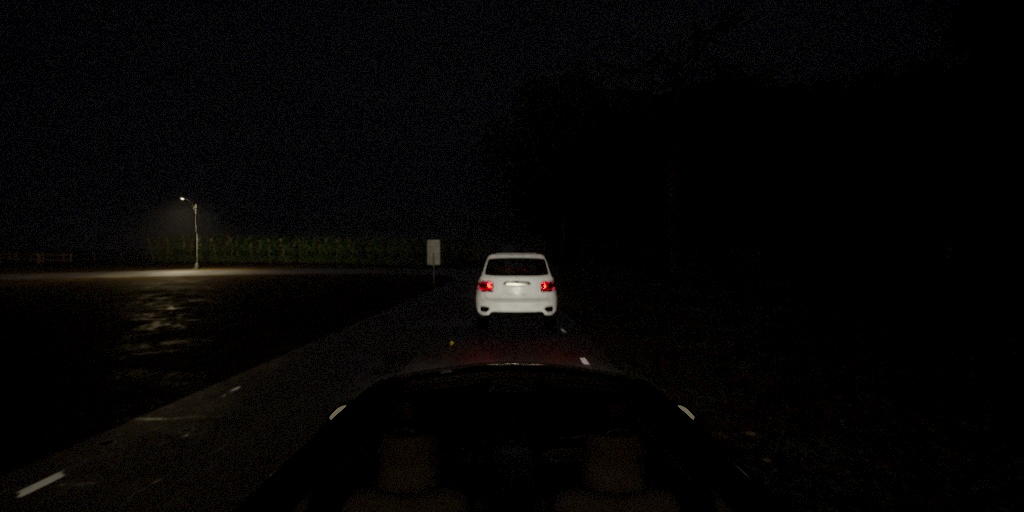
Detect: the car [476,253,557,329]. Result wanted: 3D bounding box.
[{"bbox_3d":[0.104,0.956,11.470,2.150,2.045,5.566,0,-1,0],"label":"car"}]
